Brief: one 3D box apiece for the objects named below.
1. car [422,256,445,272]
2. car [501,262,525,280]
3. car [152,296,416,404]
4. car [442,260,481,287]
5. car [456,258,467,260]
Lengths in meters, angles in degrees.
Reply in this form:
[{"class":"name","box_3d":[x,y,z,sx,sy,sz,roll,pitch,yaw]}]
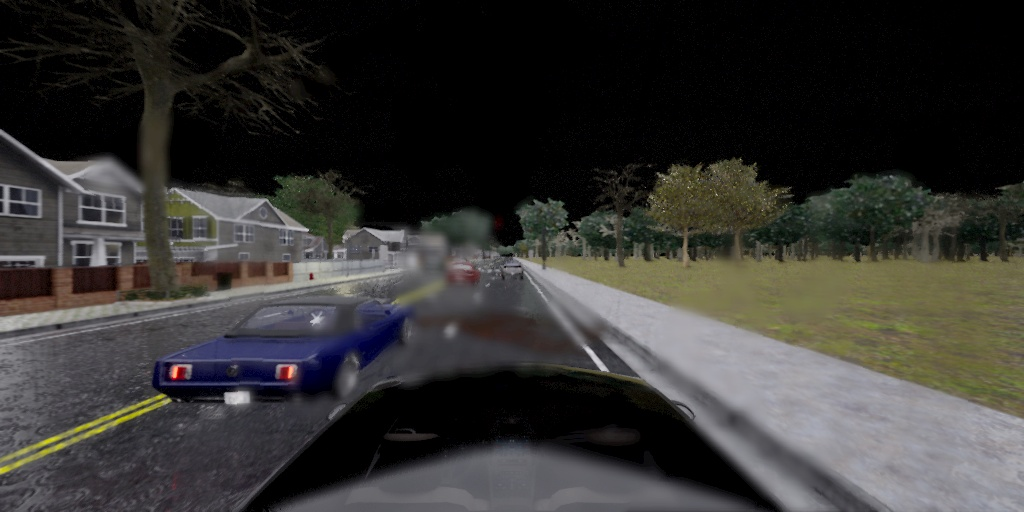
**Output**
[{"class":"car","box_3d":[-9.800,1.073,45.745,2.150,2.045,5.566,0,0,0]},{"class":"car","box_3d":[0.064,1.239,31.350,2.128,1.511,4.902,0,0,0]},{"class":"car","box_3d":[-3.152,1.354,6.349,1.895,1.301,4.718,0,0,0]},{"class":"car","box_3d":[-3.173,1.229,24.236,1.882,1.535,5.008,0,0,0]},{"class":"car","box_3d":[-6.550,1.108,45.809,2.097,1.767,4.553,0,0,0]}]
